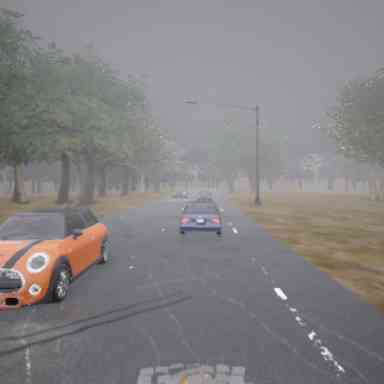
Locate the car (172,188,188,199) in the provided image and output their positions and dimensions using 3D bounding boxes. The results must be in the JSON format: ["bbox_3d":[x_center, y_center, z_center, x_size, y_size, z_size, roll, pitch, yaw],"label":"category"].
[{"bbox_3d":[-1.754,0.126,49.632,2.097,1.767,4.553,0,1,3],"label":"car"}]

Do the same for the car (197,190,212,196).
[{"bbox_3d":[1.528,0.490,40.344,2.033,1.411,5.357,1,2,3],"label":"car"}]

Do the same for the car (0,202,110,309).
[{"bbox_3d":[-3.490,1.209,7.836,2.097,1.767,4.553,0,1,1],"label":"car"}]

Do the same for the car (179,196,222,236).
[{"bbox_3d":[0.434,1.127,15.634,2.033,1.411,5.357,1,1,2],"label":"car"}]
